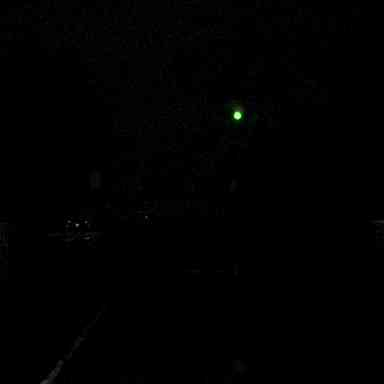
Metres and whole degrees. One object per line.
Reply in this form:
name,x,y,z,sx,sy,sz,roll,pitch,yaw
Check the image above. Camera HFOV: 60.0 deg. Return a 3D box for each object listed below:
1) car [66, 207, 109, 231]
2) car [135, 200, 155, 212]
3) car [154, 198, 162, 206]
car,-7.018,1.800,22.750,1.837,1.490,4.892,0,-1,0
car,-7.051,2.167,48.939,1.994,1.385,4.181,0,-1,0
car,-7.647,2.197,73.822,2.128,1.511,4.902,0,0,-3
